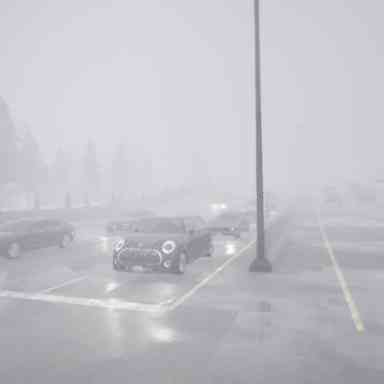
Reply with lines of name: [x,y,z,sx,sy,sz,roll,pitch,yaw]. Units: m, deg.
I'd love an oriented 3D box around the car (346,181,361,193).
car: [24.106,-0.841,49.528,1.882,1.535,5.008,-1,6,20]

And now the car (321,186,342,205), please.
car: [16.719,0.609,39.511,2.033,1.411,5.357,-1,5,20]

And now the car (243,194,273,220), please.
car: [5.732,1.461,29.803,2.097,1.767,4.553,-1,2,20]

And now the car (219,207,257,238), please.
car: [2.371,1.884,20.325,2.033,1.411,5.357,-1,0,19]

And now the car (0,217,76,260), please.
car: [-7.134,1.887,14.429,1.837,1.490,4.892,-1,-1,19]

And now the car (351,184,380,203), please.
car: [20.618,0.316,39.725,1.882,1.535,5.008,-1,6,20]

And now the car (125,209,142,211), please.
car: [-4.052,1.973,23.149,1.837,1.490,4.892,-1,0,20]

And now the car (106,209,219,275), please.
car: [-0.771,1.587,11.434,2.097,1.767,4.553,-1,-1,19]

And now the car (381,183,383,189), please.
car: [24.137,0.178,39.184,1.882,1.535,5.008,-1,6,20]

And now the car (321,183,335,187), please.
car: [20.221,-0.605,49.346,1.882,1.535,5.008,-1,6,20]

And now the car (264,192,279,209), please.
car: [8.751,0.903,38.226,2.097,1.767,4.553,-1,4,20]

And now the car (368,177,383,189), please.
car: [27.536,-1.239,49.012,2.150,2.045,5.566,-1,6,20]

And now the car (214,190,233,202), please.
car: [4.550,0.506,47.110,2.128,1.511,4.902,-1,6,20]
